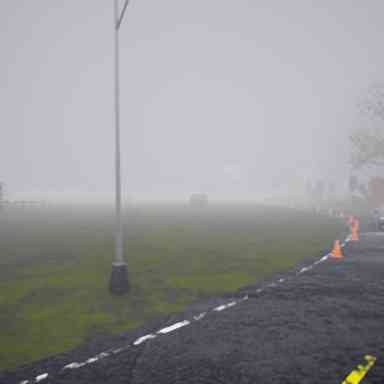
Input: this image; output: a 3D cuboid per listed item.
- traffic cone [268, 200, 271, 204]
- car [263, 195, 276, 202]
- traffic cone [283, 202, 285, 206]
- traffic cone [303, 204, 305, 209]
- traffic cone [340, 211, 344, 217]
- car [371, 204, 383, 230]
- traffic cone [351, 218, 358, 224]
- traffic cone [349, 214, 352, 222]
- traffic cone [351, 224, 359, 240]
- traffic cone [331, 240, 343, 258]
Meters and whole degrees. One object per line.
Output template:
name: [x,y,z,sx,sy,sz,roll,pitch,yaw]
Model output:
traffic cone: [14.728,1.901,63.164,0.340,0.580,0.340,-1,0,0]
car: [16.841,1.397,72.201,1.882,1.535,5.008,-1,0,0]
traffic cone: [14.654,1.896,53.164,0.340,0.580,0.340,-1,0,0]
traffic cone: [14.579,1.887,43.165,0.340,0.580,0.340,-1,0,0]
traffic cone: [13.024,1.893,28.881,0.340,0.580,0.340,-1,0,14]
car: [12.116,1.466,20.265,1.812,1.442,4.674,-1,0,23]
traffic cone: [9.860,1.930,19.896,0.340,0.580,0.340,-1,0,25]
traffic cone: [11.651,1.909,24.314,0.340,0.580,0.340,-1,0,19]
traffic cone: [7.666,1.952,15.664,0.340,0.580,0.340,-1,0,30]
traffic cone: [5.088,1.966,11.653,0.340,0.580,0.340,-1,0,35]
